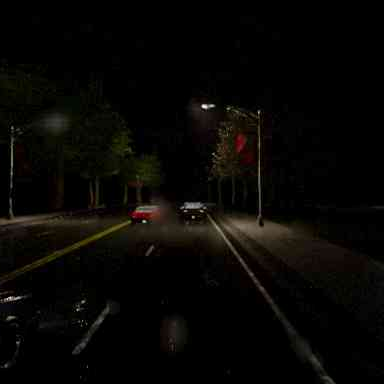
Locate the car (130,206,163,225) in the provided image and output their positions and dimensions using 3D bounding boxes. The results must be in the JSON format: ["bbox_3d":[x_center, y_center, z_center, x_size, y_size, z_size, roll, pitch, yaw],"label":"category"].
[{"bbox_3d":[-3.150,1.667,24.188,1.895,1.301,4.718,0,0,0],"label":"car"}]

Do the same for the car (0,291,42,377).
[{"bbox_3d":[-3.150,1.552,2.483,2.033,1.411,5.357,0,0,0],"label":"car"}]

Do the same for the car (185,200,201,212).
[{"bbox_3d":[0.101,1.790,42.774,1.994,1.385,4.181,0,-1,0],"label":"car"}]

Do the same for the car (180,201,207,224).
[{"bbox_3d":[0.099,1.565,25.478,2.128,1.511,4.902,0,0,0],"label":"car"}]
